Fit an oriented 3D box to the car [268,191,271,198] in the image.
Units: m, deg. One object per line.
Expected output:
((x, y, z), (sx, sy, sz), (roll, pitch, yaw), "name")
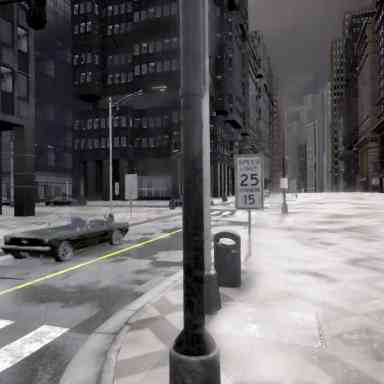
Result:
((14.603, 0.411, 66.634), (2.128, 1.511, 4.902), (-1, 1, 19), "car")

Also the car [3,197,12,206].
((-27.450, 1.327, 46.803), (4.181, 1.385, 1.994), (0, 0, 19), "car")

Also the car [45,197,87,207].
((-14.779, 1.225, 39.091), (4.718, 1.301, 1.895), (-1, 0, 19), "car")

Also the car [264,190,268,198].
((11.228, 0.632, 56.940), (1.994, 1.385, 4.181), (-1, 1, 19), "car")

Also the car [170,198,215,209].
((0.094, 1.086, 35.039), (4.718, 1.301, 1.895), (-1, 0, 3), "car")

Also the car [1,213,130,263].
((-4.159, 1.469, 11.763), (1.895, 1.301, 4.718), (-1, 1, 19), "car")
